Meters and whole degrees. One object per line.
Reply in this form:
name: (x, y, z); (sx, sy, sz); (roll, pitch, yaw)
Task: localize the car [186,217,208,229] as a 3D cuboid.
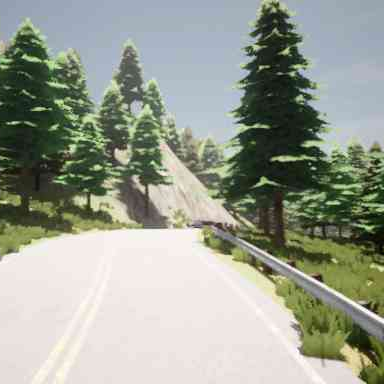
car: (1.215, 3.690, 38.895); (2.128, 1.511, 4.902); (-4, -10, 33)
